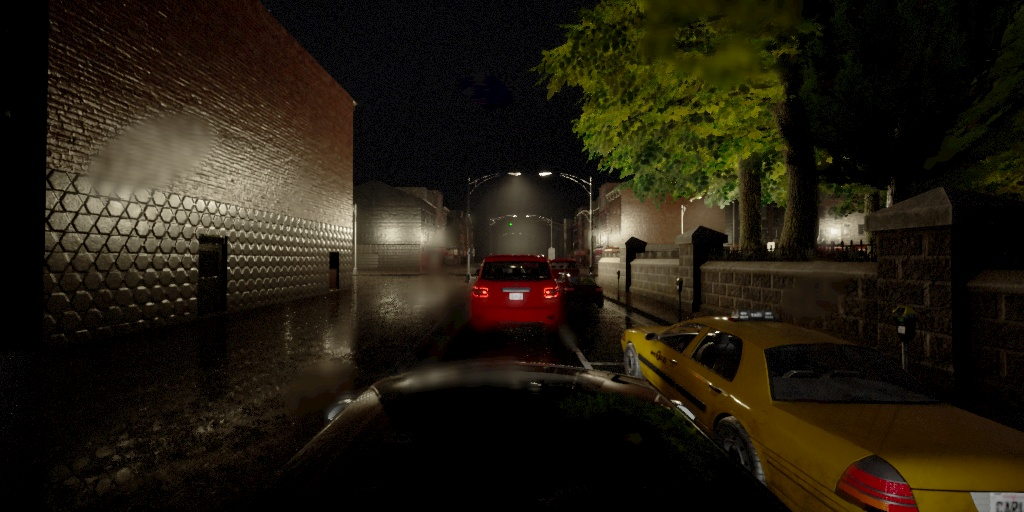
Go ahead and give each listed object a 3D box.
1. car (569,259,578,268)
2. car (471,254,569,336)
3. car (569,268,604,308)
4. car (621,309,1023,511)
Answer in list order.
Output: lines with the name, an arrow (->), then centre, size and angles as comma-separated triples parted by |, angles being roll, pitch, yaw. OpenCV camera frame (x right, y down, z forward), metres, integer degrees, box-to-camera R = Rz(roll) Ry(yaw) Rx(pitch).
car -> 2.630, 1.076, 20.366 | 2.192, 1.841, 5.009 | 0, 0, 0
car -> 0.096, 0.974, 10.497 | 2.150, 2.045, 5.566 | 0, 0, 0
car -> 2.632, 1.338, 14.917 | 1.802, 1.307, 4.207 | 0, 0, 0
car -> 2.637, 1.276, 4.189 | 1.751, 1.417, 4.829 | 0, 0, 0
